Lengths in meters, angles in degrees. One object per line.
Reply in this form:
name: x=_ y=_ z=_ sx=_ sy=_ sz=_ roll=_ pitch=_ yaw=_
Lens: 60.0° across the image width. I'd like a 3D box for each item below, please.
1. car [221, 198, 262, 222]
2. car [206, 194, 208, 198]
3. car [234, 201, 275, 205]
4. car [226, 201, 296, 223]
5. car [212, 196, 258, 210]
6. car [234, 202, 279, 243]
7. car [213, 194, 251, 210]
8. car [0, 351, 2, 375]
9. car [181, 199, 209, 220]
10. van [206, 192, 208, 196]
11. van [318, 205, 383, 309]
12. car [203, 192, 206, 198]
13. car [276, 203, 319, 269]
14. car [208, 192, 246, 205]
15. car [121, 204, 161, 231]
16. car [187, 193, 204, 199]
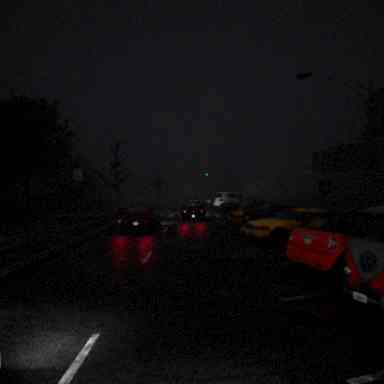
car: x=4.901 y=1.364 z=21.352 sx=5.366 sy=1.575 sz=1.946 roll=1 pitch=1 yaw=-20
car: x=5.104 y=1.300 z=48.270 sx=4.792 sy=1.488 sz=2.163 roll=1 pitch=0 yaw=-20
car: x=5.099 y=1.422 z=18.448 sx=4.792 sy=1.488 sz=2.163 roll=1 pitch=0 yaw=-20
car: x=5.070 y=1.389 z=24.401 sx=4.674 sy=1.452 sz=2.002 roll=1 pitch=0 yaw=-20
car: x=5.082 y=1.284 z=39.307 sx=5.008 sy=1.535 sz=2.097 roll=1 pitch=0 yaw=-20
car: x=4.899 y=1.411 z=15.386 sx=5.366 sy=1.575 sz=1.946 roll=1 pitch=1 yaw=-20
car: x=5.085 y=1.305 z=33.341 sx=4.892 sy=1.521 sz=2.231 roll=1 pitch=1 yaw=-20
car: x=-2.899 y=1.524 z=1.543 sx=1.812 sy=1.442 sz=4.674 roll=0 pitch=0 yaw=0
car: x=0.105 y=1.446 z=26.439 sx=1.895 sy=1.301 sz=4.718 roll=0 pitch=0 yaw=0
van: x=4.973 y=1.040 z=51.197 sx=4.442 sy=1.987 sz=1.878 roll=1 pitch=0 yaw=-20
van: x=4.966 y=1.247 z=6.448 sx=4.442 sy=1.987 sz=1.878 roll=1 pitch=1 yaw=-20
car: x=4.907 y=1.259 z=54.156 sx=5.366 sy=1.575 sz=1.946 roll=1 pitch=0 yaw=-20
car: x=5.044 y=1.331 z=9.476 sx=4.553 sy=1.767 sz=2.185 roll=1 pitch=0 yaw=-20
car: x=5.105 y=1.041 z=36.342 sx=5.566 sy=2.045 sz=2.435 roll=1 pitch=0 yaw=-20
car: x=-2.897 y=1.418 z=19.423 sx=1.812 sy=1.442 sz=4.674 roll=0 pitch=0 yaw=0
car: x=0.107 y=1.278 z=42.470 sx=2.128 sy=1.511 sz=4.902 roll=0 pitch=0 yaw=0
